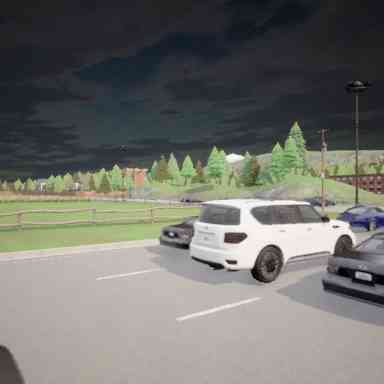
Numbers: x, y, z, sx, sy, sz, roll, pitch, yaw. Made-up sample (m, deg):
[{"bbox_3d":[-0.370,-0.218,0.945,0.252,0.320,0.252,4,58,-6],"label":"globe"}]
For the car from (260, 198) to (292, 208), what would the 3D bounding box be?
[{"bbox_3d":[12.191,1.564,48.206,1.994,1.385,4.181,0,0,-36],"label":"car"}]

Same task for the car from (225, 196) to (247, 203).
[{"bbox_3d":[9.284,1.595,70.087,1.895,1.301,4.718,0,0,-36],"label":"car"}]

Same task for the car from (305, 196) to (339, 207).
[{"bbox_3d":[20.971,1.505,53.996,1.837,1.490,4.892,0,0,-36],"label":"car"}]

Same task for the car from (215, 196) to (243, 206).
[{"bbox_3d":[6.199,1.478,56.384,1.882,1.535,5.008,0,0,-36],"label":"car"}]

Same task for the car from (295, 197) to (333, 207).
[{"bbox_3d":[18.703,1.547,51.164,2.033,1.411,5.357,0,0,-36],"label":"car"}]

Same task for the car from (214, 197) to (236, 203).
[{"bbox_3d":[6.696,1.601,67.671,1.895,1.301,4.718,0,0,-36],"label":"car"}]

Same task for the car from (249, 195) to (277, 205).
[{"bbox_3d":[12.670,1.352,59.415,2.097,1.767,4.553,0,0,-36],"label":"car"}]

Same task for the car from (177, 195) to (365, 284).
[{"bbox_3d":[2.542,1.223,9.878,5.566,2.045,2.150,0,0,-35],"label":"car"}]

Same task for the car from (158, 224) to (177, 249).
[{"bbox_3d":[1.304,1.548,13.295,5.357,1.411,2.033,0,0,-36],"label":"car"}]

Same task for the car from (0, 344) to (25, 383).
[{"bbox_3d":[-3.496,1.548,1.245,5.357,1.411,2.033,0,0,-36],"label":"car"}]

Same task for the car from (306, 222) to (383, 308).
[{"bbox_3d":[5.092,1.548,7.400,5.357,1.411,2.033,0,0,-36],"label":"car"}]

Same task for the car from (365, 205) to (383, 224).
[{"bbox_3d":[10.551,1.525,19.992,4.674,1.442,1.812,0,0,-36],"label":"car"}]

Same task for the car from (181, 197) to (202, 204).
[{"bbox_3d":[-0.144,1.601,65.102,1.895,1.301,4.718,0,0,-36],"label":"car"}]

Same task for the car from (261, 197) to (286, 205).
[{"bbox_3d":[15.159,1.564,61.963,1.994,1.385,4.181,0,0,-36],"label":"car"}]
